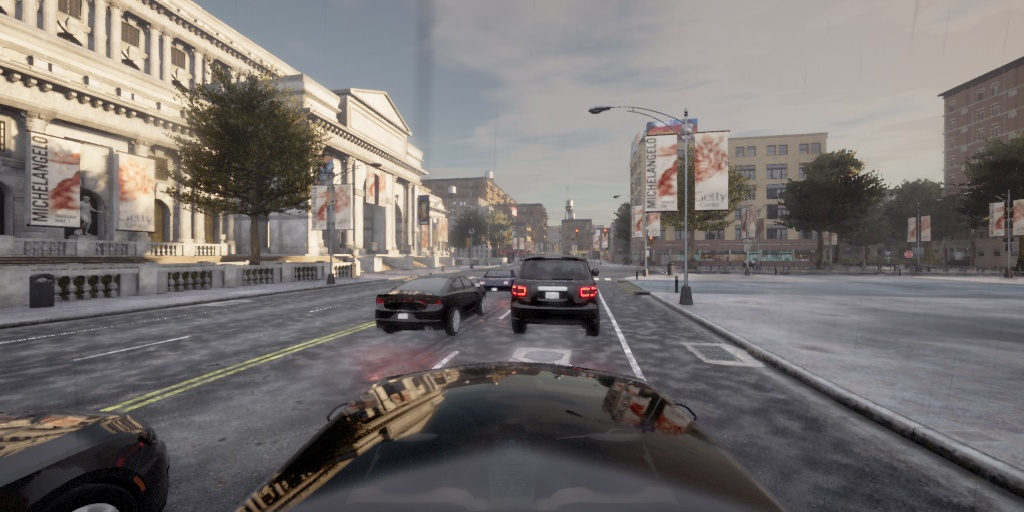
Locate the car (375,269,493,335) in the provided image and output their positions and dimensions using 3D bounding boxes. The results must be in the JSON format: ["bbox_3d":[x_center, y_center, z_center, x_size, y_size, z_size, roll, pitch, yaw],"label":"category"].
[{"bbox_3d":[-2.105,1.228,10.659,1.882,1.535,5.008,0,0,9],"label":"car"}]

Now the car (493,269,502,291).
[{"bbox_3d":[-0.443,1.351,19.780,1.895,1.301,4.718,0,0,11],"label":"car"}]

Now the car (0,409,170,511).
[{"bbox_3d":[-3.221,1.255,0.425,1.837,1.490,4.892,0,0,-2],"label":"car"}]

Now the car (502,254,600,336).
[{"bbox_3d":[1.382,0.971,10.644,2.150,2.045,5.566,0,0,10],"label":"car"}]
